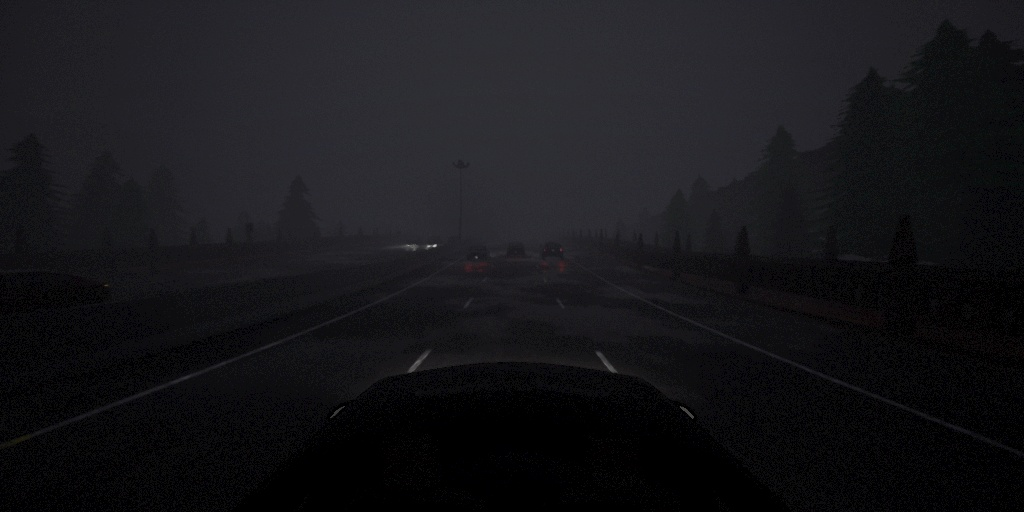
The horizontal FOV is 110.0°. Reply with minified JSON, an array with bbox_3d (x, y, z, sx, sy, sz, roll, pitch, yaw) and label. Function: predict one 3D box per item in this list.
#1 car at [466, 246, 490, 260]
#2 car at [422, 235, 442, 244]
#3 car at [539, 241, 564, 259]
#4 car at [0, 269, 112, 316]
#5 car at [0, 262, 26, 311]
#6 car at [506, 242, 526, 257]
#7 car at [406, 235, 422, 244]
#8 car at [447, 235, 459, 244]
[{"bbox_3d":[-3.144,-0.346,34.171,1.895,1.301,4.718,0,5,1],"label":"car"},{"bbox_3d":[-13.406,-2.820,62.192,2.128,1.511,4.902,0,5,1],"label":"car"},{"bbox_3d":[3.888,-0.694,35.824,2.097,1.767,4.553,0,5,1],"label":"car"},{"bbox_3d":[-14.039,1.117,9.799,1.812,1.442,4.674,0,1,1],"label":"car"},{"bbox_3d":[-17.539,1.049,9.716,1.882,1.535,5.008,0,1,1],"label":"car"},{"bbox_3d":[0.427,-0.783,38.199,1.882,1.535,5.008,0,5,1],"label":"car"},{"bbox_3d":[-16.906,-2.842,62.228,2.128,1.511,4.902,0,5,1],"label":"car"},{"bbox_3d":[-9.911,-2.781,62.027,1.837,1.490,4.892,1,5,1],"label":"car"}]
